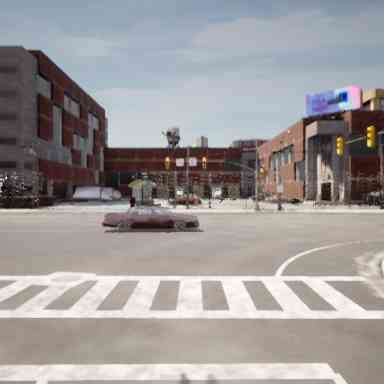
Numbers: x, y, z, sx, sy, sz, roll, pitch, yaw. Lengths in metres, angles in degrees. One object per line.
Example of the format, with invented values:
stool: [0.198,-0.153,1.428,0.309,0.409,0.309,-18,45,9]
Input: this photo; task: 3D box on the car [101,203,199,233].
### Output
car: [-2.294,1.495,18.797,5.357,1.411,2.033,0,0,1]
